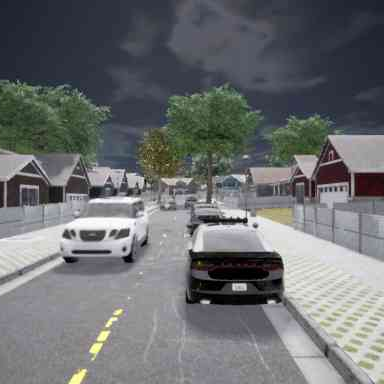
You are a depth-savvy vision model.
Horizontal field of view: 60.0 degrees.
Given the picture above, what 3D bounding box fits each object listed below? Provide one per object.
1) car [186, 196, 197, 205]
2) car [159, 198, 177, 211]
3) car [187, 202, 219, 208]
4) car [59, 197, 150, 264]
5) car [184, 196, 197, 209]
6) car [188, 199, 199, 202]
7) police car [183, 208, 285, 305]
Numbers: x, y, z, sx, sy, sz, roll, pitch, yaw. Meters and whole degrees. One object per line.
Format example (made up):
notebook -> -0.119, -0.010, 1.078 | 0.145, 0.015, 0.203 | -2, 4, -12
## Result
car -> -0.097, 1.515, 60.490 | 1.812, 1.442, 4.674 | 0, 0, 0
car -> -2.816, 1.483, 39.818 | 2.128, 1.511, 4.902 | 0, 0, 0
car -> 0.795, 1.504, 18.188 | 1.837, 1.490, 4.892 | 0, 0, 0
car -> -2.872, 1.222, 12.223 | 2.150, 2.045, 5.566 | 0, 0, 0
car -> -0.041, 1.481, 46.094 | 2.128, 1.511, 4.902 | 0, 0, 0
car -> 0.785, 1.502, 24.190 | 1.837, 1.490, 4.892 | 0, 0, 0
police car -> 0.811, 1.427, 8.295 | 1.930, 1.638, 5.238 | 0, 0, 0
